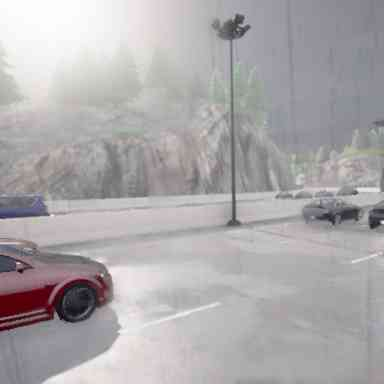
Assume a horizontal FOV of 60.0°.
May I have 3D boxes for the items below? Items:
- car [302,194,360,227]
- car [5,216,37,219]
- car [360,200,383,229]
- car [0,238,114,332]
[{"bbox_3d":[8.392,1.108,19.675,4.902,1.511,2.128,-2,1,-41],"label":"car"},{"bbox_3d":[-6.241,1.548,7.988,4.674,1.442,1.812,-2,1,-35],"label":"car"},{"bbox_3d":[10.744,1.109,17.079,4.892,1.490,1.837,-2,1,-41],"label":"car"},{"bbox_3d":[-3.509,1.563,5.663,4.181,1.385,1.994,-2,1,-36],"label":"car"}]
